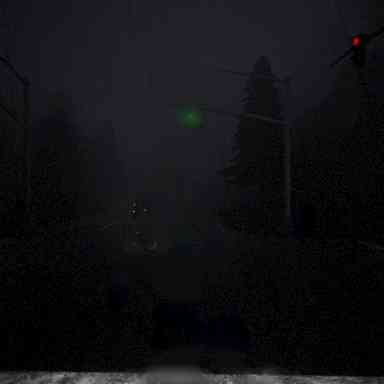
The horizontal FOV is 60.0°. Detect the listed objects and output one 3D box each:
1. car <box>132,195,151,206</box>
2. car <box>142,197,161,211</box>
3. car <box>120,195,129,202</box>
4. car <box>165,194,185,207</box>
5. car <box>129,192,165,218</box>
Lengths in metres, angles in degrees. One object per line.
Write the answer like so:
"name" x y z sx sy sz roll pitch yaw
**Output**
"car" -7.400 1.226 48.485 1.837 1.490 4.892 0 0 -21
"car" -4.734 1.305 38.406 1.812 1.442 4.674 0 0 -11
"car" -11.864 1.179 64.016 2.033 1.411 5.357 0 0 -41
"car" -2.441 1.093 44.969 2.097 1.767 4.553 0 0 -14
"car" -3.739 1.057 28.572 2.150 2.045 5.566 0 0 -2
